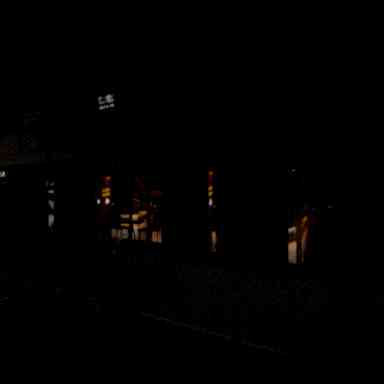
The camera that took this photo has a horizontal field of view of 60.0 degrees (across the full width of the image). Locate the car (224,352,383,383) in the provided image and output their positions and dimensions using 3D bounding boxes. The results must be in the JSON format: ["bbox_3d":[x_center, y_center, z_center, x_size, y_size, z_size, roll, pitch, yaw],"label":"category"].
[{"bbox_3d":[1.991,1.542,1.455,4.403,1.369,2.008,-1,0,36],"label":"car"}]
